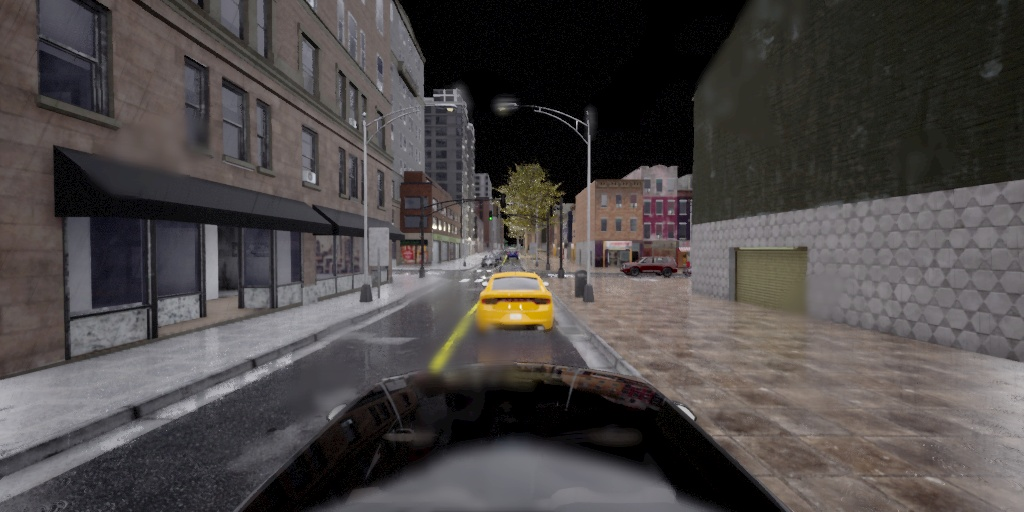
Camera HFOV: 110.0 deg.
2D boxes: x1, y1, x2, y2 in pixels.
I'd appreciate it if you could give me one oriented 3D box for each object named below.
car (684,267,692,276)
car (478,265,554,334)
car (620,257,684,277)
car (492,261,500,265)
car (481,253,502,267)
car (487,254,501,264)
[{"bbox_3d":[18.123,1.300,33.387,4.207,1.307,1.802,0,0,0],"label":"car"},{"bbox_3d":[0.102,1.206,10.648,1.882,1.535,5.008,0,0,0],"label":"car"},{"bbox_3d":[12.721,0.956,33.381,5.009,1.841,2.192,0,0,0],"label":"car"},{"bbox_3d":[-0.131,1.211,23.187,1.895,1.301,4.718,0,1,-4],"label":"car"},{"bbox_3d":[-2.814,0.619,45.972,2.128,1.511,4.902,0,2,1],"label":"car"},{"bbox_3d":[-2.813,0.449,55.812,1.895,1.301,4.718,0,2,0],"label":"car"}]
